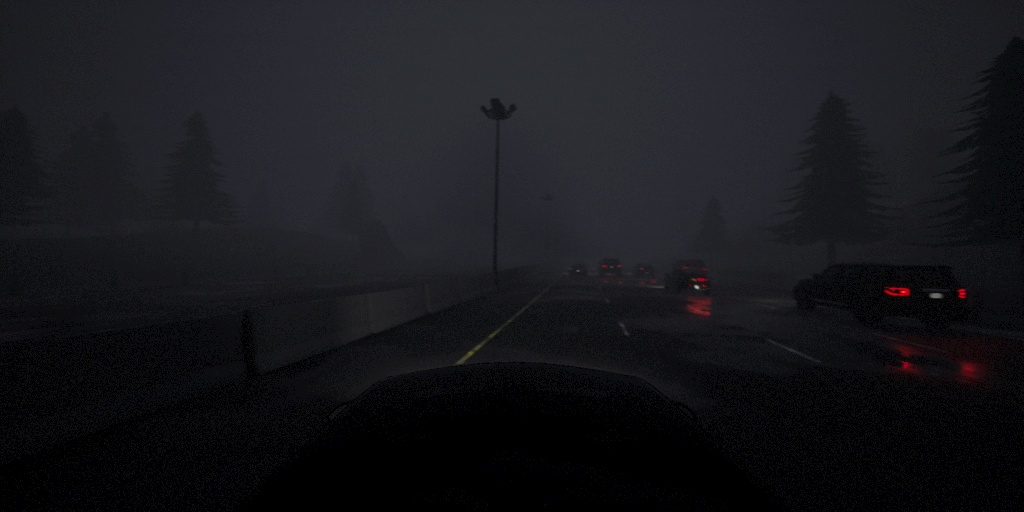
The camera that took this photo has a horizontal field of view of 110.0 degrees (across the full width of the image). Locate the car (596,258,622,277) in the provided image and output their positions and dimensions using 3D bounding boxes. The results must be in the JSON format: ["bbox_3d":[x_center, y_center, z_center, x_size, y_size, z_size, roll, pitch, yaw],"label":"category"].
[{"bbox_3d":[11.084,1.243,40.573,2.150,2.045,5.566,1,1,11],"label":"car"}]

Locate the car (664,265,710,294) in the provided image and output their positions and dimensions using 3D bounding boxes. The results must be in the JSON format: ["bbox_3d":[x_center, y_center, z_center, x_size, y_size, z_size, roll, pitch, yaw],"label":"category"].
[{"bbox_3d":[11.234,1.556,23.226,1.837,1.490,4.892,1,0,11],"label":"car"}]

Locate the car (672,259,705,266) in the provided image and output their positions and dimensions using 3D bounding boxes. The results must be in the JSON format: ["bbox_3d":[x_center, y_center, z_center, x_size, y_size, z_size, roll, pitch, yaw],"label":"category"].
[{"bbox_3d":[17.107,1.331,34.928,2.150,2.045,5.566,1,0,11],"label":"car"}]

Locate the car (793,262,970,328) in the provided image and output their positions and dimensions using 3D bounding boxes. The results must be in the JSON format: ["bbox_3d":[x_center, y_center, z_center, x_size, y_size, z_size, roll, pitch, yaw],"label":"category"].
[{"bbox_3d":[12.793,1.250,13.006,2.150,2.045,5.566,1,0,11],"label":"car"}]

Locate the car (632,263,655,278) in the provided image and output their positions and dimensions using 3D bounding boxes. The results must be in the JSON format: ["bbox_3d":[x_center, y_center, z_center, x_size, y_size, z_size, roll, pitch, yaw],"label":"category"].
[{"bbox_3d":[14.397,1.552,39.320,2.128,1.511,4.902,1,0,11],"label":"car"}]

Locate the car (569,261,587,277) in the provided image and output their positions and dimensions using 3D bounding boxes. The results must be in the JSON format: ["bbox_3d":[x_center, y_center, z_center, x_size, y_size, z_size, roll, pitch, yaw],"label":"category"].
[{"bbox_3d":[7.471,1.546,40.362,1.994,1.385,4.181,1,0,11],"label":"car"}]
